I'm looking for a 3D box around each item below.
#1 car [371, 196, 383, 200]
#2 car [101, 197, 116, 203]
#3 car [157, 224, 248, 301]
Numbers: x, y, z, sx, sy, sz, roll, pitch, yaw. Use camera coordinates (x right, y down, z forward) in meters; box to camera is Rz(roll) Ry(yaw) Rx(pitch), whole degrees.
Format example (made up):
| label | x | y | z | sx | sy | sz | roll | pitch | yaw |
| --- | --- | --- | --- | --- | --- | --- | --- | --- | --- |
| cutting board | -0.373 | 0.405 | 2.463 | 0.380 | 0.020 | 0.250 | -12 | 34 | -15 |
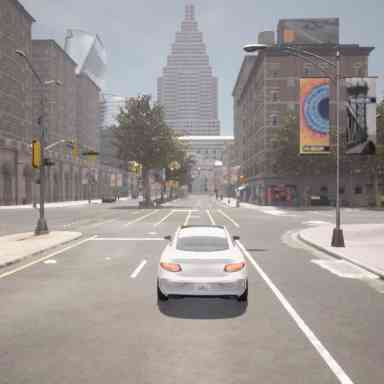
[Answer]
| label | x | y | z | sx | sy | sz | roll | pitch | yaw |
| --- | --- | --- | --- | --- | --- | --- | --- | --- | --- |
| car | 35.883 | 1.481 | 67.520 | 2.231 | 1.521 | 4.892 | 0 | 0 | 1 |
| car | -16.829 | 1.595 | 67.246 | 1.895 | 1.301 | 4.718 | 0 | 0 | 1 |
| car | 0.249 | 1.526 | 8.203 | 1.812 | 1.442 | 4.674 | 0 | 0 | 2 |
